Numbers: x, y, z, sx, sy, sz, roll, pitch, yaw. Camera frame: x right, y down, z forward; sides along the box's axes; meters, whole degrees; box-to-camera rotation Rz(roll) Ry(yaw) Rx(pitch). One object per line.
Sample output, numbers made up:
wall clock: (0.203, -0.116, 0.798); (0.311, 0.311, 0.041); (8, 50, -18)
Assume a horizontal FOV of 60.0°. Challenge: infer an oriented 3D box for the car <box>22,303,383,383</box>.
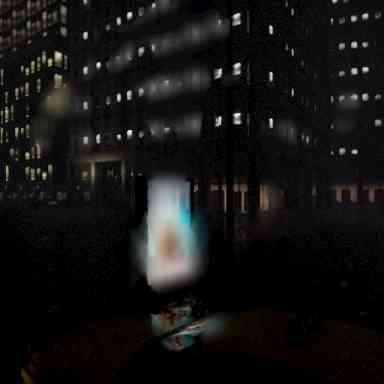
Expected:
car: (0.565, 1.520, 2.479); (4.829, 1.417, 1.752); (0, 0, 36)
